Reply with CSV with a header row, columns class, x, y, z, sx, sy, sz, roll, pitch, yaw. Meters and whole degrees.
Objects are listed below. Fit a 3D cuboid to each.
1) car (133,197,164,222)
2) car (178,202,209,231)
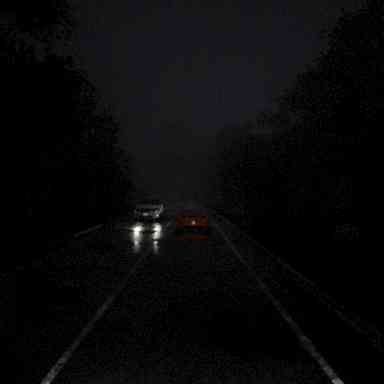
class,x,y,z,sx,sy,sz,roll,pitch,yaw
car,-3.616,1.416,28.630,2.150,2.045,5.566,0,-1,0
car,0.086,1.632,21.635,1.882,1.535,5.008,0,0,0
